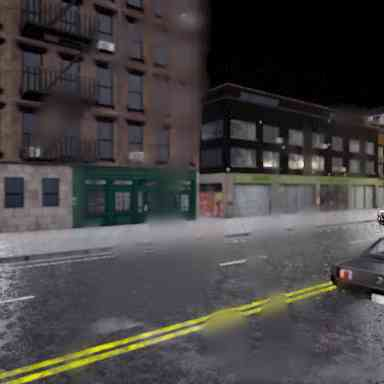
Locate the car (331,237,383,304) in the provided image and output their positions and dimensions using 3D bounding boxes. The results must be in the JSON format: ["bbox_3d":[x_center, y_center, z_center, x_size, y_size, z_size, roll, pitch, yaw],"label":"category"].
[{"bbox_3d":[5.092,1.577,7.070,4.718,1.301,1.895,0,0,-36],"label":"car"}]

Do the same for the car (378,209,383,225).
[{"bbox_3d":[14.090,1.283,21.675,4.553,1.767,2.097,0,0,-35],"label":"car"}]
